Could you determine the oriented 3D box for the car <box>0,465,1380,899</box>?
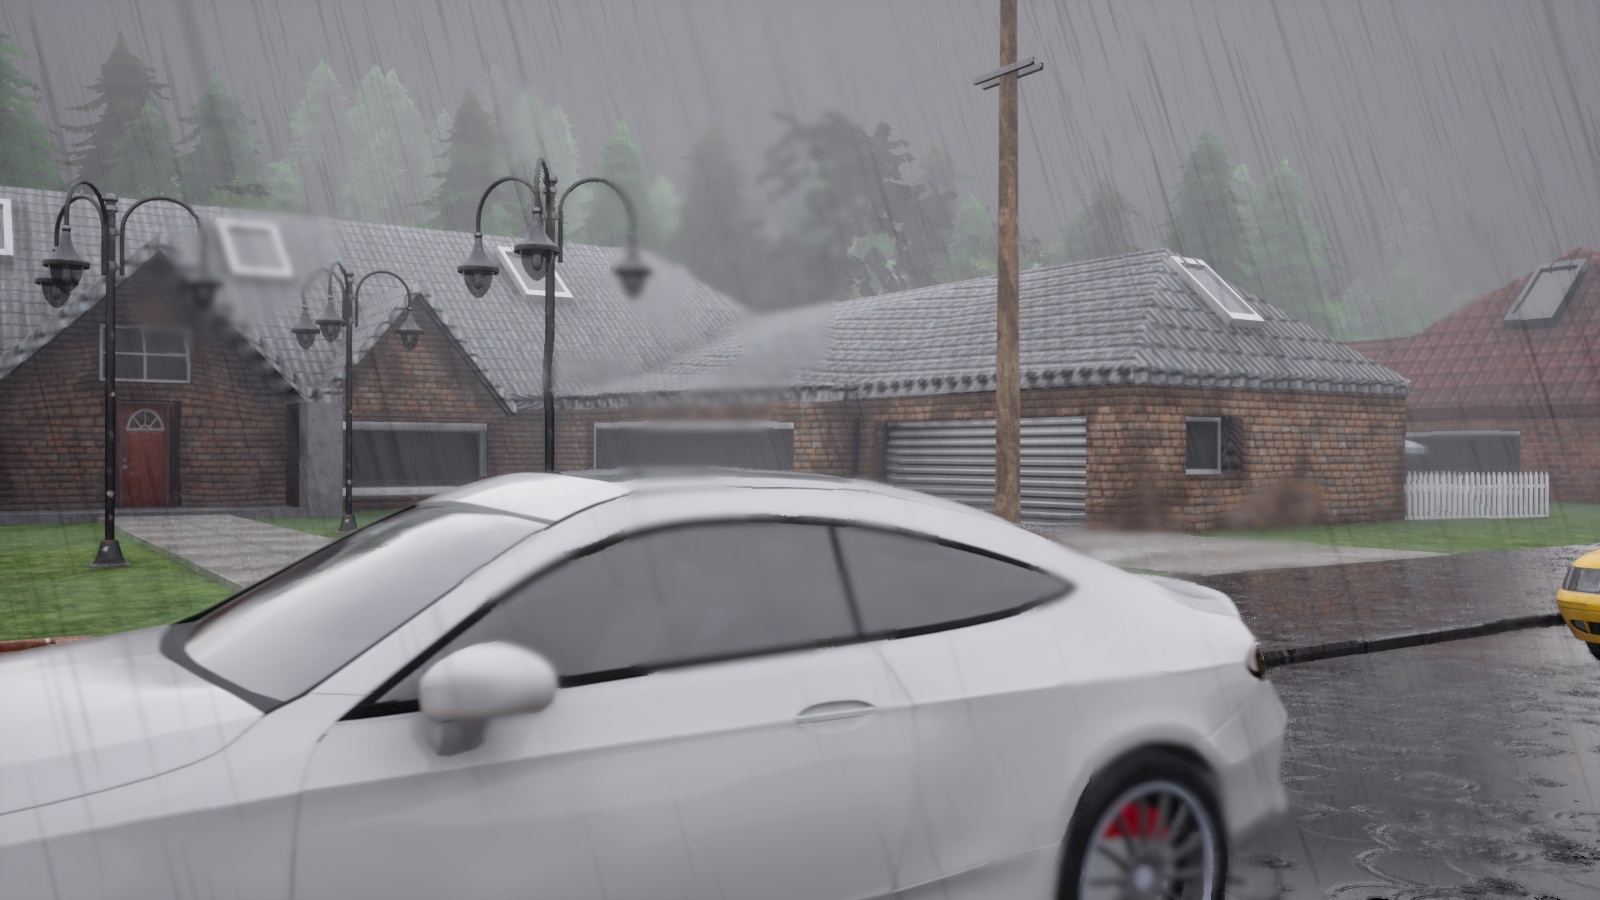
[{"bbox_3d":[-0.645,0.780,3.421,4.674,1.442,1.812,0,0,-33],"label":"car"}]

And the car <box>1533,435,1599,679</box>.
[{"bbox_3d":[7.722,0.690,9.076,5.366,1.575,1.801,0,0,-31],"label":"car"}]
